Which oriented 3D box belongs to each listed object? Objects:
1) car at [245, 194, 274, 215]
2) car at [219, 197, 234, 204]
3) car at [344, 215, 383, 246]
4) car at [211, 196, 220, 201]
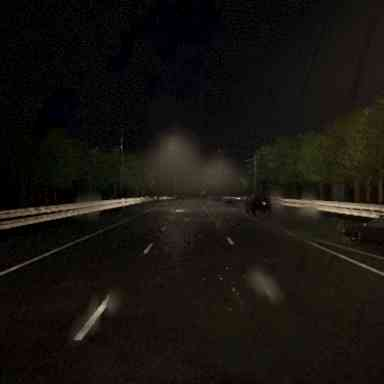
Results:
[{"bbox_3d":[7.011,1.233,34.846,2.150,2.045,5.566,0,0,0],"label":"car"},{"bbox_3d":[7.082,1.635,65.152,2.033,1.411,5.357,0,0,0],"label":"car"},{"bbox_3d":[8.134,1.564,12.753,2.033,1.411,5.357,0,0,-8],"label":"car"},{"bbox_3d":[7.233,1.893,92.288,2.033,1.411,5.357,0,-1,0],"label":"car"}]
